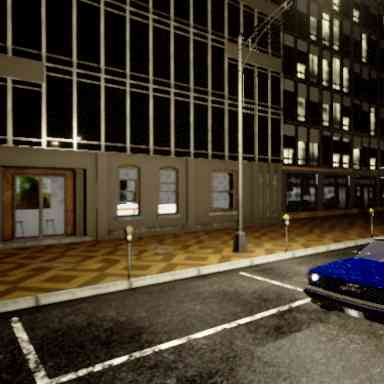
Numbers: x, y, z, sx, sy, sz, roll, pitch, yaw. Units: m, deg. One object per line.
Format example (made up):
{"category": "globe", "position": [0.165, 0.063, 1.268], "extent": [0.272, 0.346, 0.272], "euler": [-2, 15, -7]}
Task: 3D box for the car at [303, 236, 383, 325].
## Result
{"category": "car", "position": [4.294, 1.552, 6.438], "extent": [4.718, 1.301, 1.895], "euler": [0, 0, -35]}
